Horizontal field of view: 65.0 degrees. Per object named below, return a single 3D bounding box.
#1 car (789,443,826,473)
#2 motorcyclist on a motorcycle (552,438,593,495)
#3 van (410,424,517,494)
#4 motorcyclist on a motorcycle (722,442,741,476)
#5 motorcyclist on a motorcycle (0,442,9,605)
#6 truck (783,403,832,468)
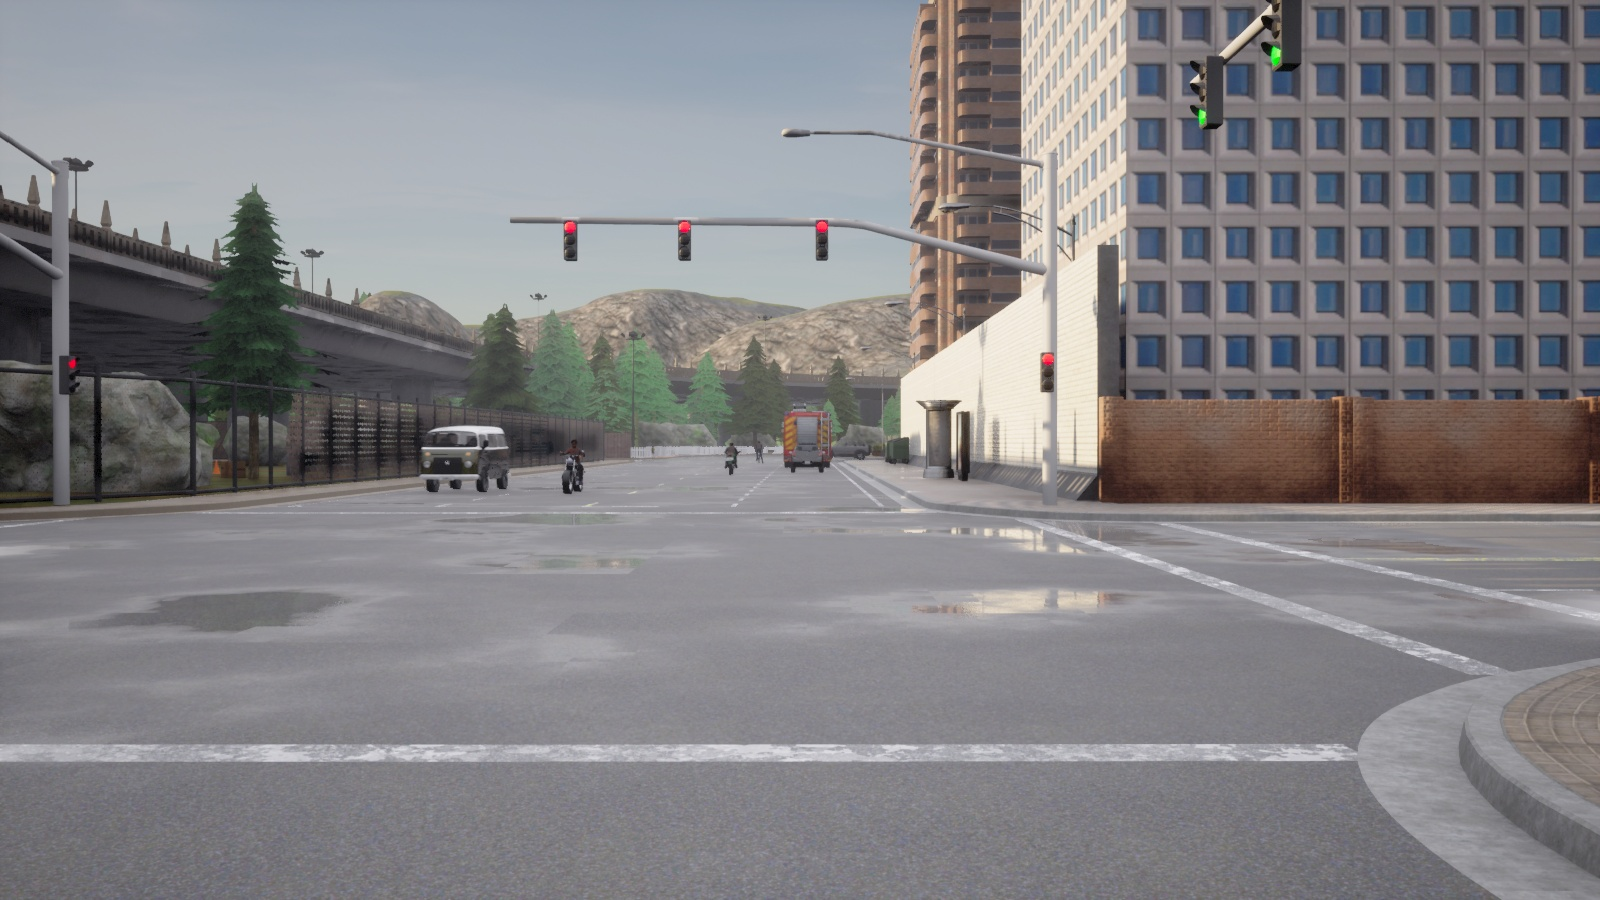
[{"bbox_3d":[0.364,0.398,64.208,1.845,1.501,3.633,0,0,0],"label":"car"},{"bbox_3d":[-6.781,0.480,37.514,0.766,1.649,2.350,0,0,0],"label":"motorcyclist on a motorcycle"},{"bbox_3d":[-10.274,0.243,38.712,2.069,2.038,4.480,0,0,0],"label":"van"},{"bbox_3d":[-3.168,0.397,58.219,0.797,1.523,2.044,0,0,0],"label":"motorcyclist on a motorcycle"},{"bbox_3d":[-8.481,0.686,11.448,2.044,1.523,0.797,0,0,0],"label":"motorcyclist on a motorcycle"},{"bbox_3d":[0.443,-0.860,78.360,2.891,3.827,8.468,0,0,0],"label":"truck"}]
